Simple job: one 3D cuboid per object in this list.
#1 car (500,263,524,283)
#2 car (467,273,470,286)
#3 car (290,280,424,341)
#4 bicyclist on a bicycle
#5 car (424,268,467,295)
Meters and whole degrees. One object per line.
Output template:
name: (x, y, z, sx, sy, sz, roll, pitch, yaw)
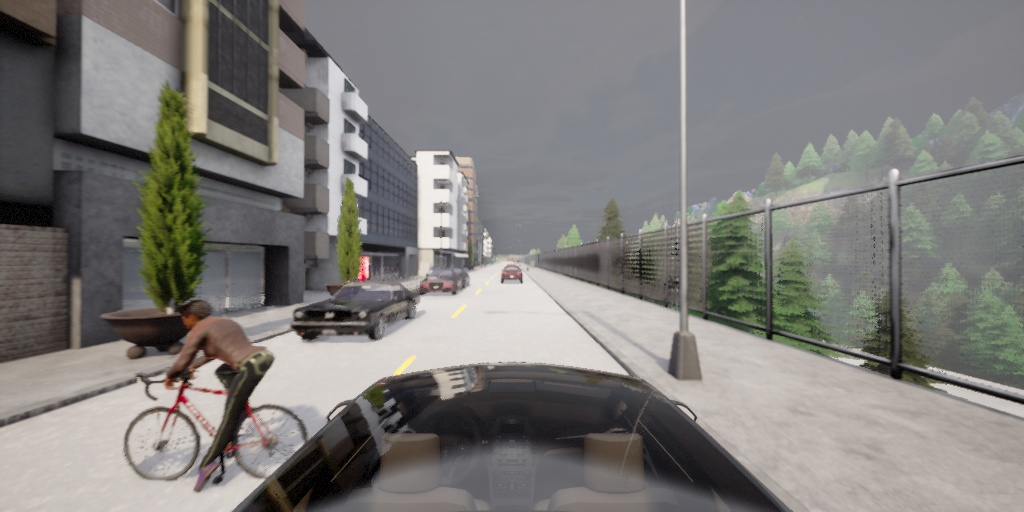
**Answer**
car: (0.002, 1.563, 31.716, 1.812, 1.442, 4.674, 0, -1, 0)
car: (-4.136, 1.543, 25.502, 1.994, 1.385, 4.181, 0, -1, 0)
car: (-4.125, 1.434, 10.299, 1.895, 1.301, 4.718, 0, -1, 0)
bicyclist on a bicycle: (-2.660, 1.218, 3.212, 1.656, 1.620, 0.582, -1, -1, 0)
car: (-4.062, 1.501, 21.175, 1.994, 1.385, 4.181, 0, -1, 0)
